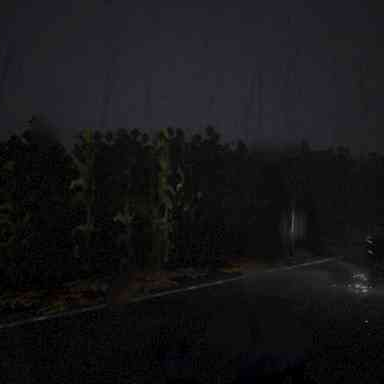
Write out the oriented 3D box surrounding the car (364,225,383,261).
[{"bbox_3d":[7.178,1.239,9.950,5.008,1.535,1.882,-1,1,-33],"label":"car"}]
